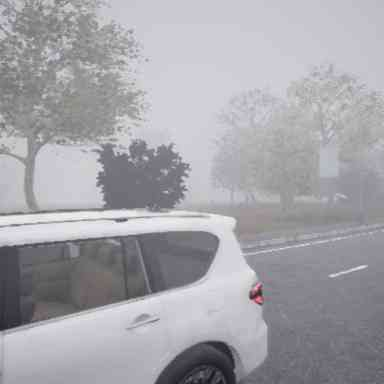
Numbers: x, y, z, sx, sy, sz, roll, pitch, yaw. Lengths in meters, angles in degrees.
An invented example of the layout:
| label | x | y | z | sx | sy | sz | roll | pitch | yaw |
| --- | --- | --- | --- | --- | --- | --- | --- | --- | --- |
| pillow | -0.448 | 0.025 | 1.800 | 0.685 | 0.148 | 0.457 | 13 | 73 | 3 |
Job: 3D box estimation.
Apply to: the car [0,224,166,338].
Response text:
| label | x | y | z | sx | sy | sz | roll | pitch | yaw |
| --- | --- | --- | --- | --- | --- | --- | --- | --- | --- |
| car | -2.960 | 1.537 | 6.253 | 4.674 | 1.442 | 1.812 | 0 | 0 | -36 |

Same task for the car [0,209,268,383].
| label | x | y | z | sx | sy | sz | roll | pitch | yaw |
| --- | --- | --- | --- | --- | --- | --- | --- | --- | --- |
| car | -1.796 | 1.228 | 2.756 | 5.566 | 2.045 | 2.150 | 0 | 0 | -36 |
